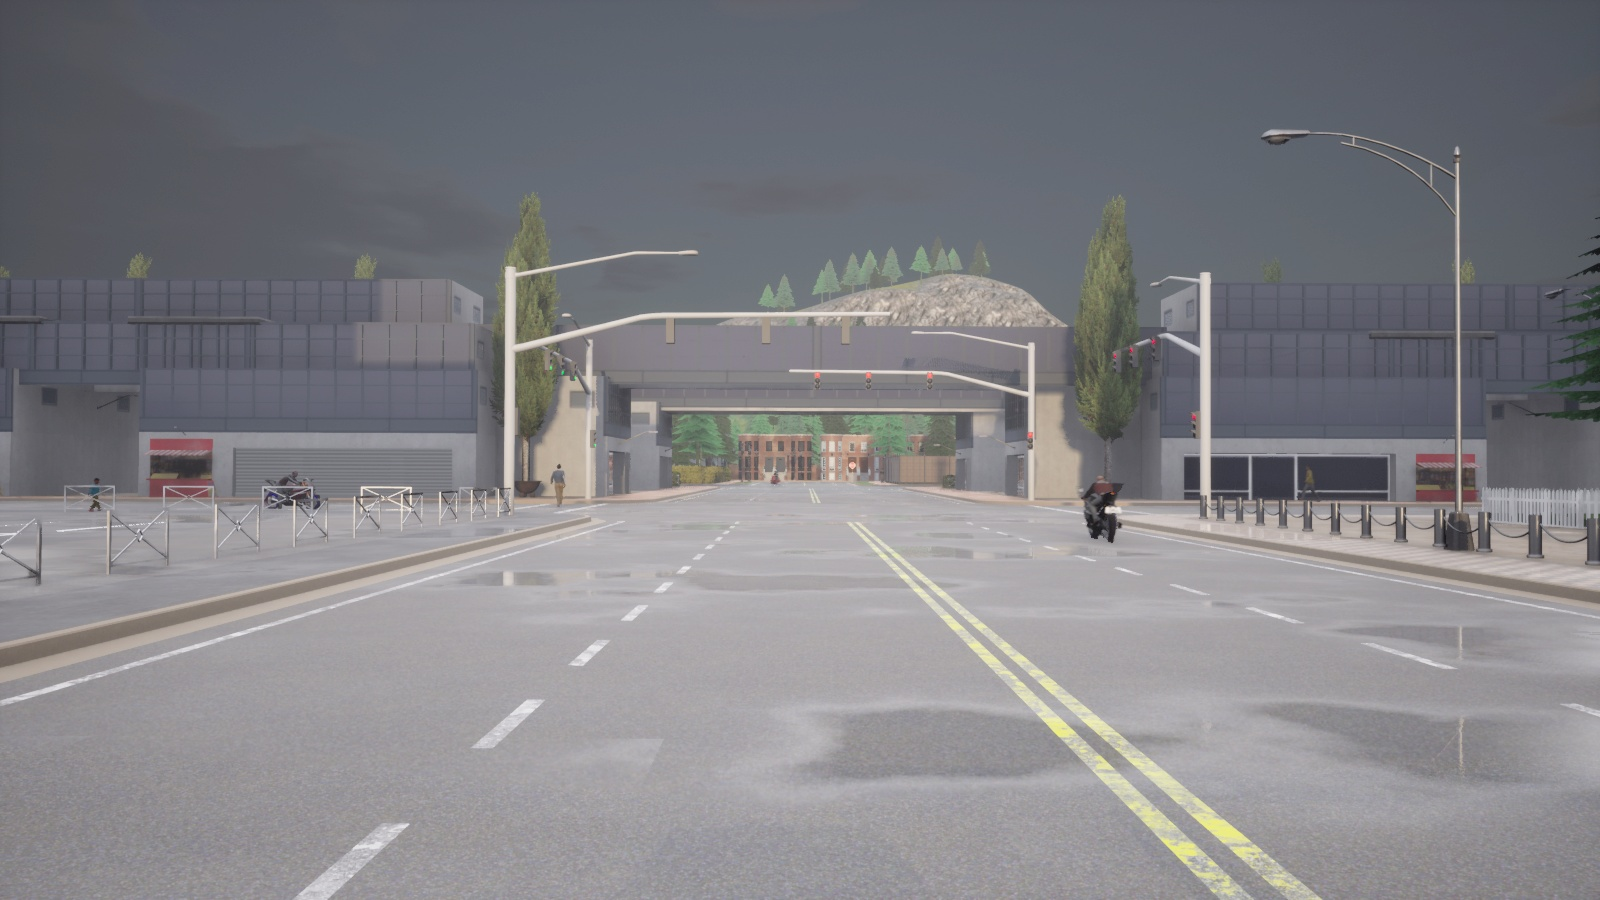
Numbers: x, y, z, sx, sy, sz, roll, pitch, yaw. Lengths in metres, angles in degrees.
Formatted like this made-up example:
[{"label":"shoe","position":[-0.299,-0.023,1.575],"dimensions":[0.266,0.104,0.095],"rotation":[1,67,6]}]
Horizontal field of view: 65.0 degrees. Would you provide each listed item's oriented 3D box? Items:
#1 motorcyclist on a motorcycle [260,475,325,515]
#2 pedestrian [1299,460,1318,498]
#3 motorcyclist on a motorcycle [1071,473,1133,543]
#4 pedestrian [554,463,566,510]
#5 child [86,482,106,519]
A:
[{"label":"motorcyclist on a motorcycle","position":[-19.648,1.743,48.641],"dimensions":[2.191,1.530,0.866],"rotation":[0,-1,1]},{"label":"pedestrian","position":[24.532,1.390,60.598],"dimensions":[0.709,1.840,0.431],"rotation":[0,-1,0]},{"label":"motorcyclist on a motorcycle","position":[6.906,1.305,28.813],"dimensions":[0.866,1.530,2.191],"rotation":[0,-1,0]},{"label":"pedestrian","position":[-10.069,1.515,52.646],"dimensions":[0.423,1.949,0.788],"rotation":[0,-1,-7]},{"label":"child","position":[-22.686,1.622,40.484],"dimensions":[0.448,1.192,0.343],"rotation":[0,-1,10]}]
